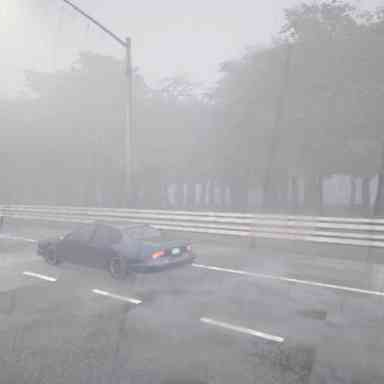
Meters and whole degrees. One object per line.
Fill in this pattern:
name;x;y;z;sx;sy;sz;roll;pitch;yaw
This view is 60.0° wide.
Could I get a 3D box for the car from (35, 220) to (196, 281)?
car;-2.459;1.561;9.925;5.357;1.411;2.033;0;0;36
